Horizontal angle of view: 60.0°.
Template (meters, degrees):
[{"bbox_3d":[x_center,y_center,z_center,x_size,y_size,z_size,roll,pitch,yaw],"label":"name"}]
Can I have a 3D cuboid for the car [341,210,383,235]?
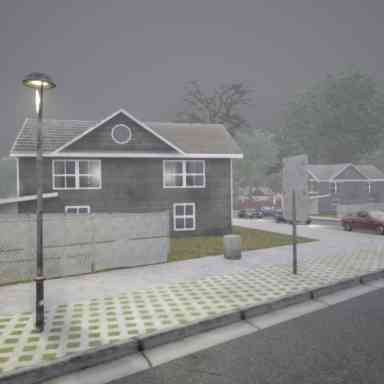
[{"bbox_3d":[11.791,1.936,21.768,1.812,1.442,4.674,-1,-2,-14],"label":"car"}]

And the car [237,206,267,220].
[{"bbox_3d":[7.099,2.653,41.131,1.994,1.385,4.181,-1,-2,-13],"label":"car"}]

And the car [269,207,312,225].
[{"bbox_3d":[9.422,2.322,31.411,1.994,1.385,4.181,-1,-2,-13],"label":"car"}]

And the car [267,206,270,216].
[{"bbox_3d":[9.483,2.626,43.759,1.812,1.442,4.674,-1,-2,-14],"label":"car"}]
